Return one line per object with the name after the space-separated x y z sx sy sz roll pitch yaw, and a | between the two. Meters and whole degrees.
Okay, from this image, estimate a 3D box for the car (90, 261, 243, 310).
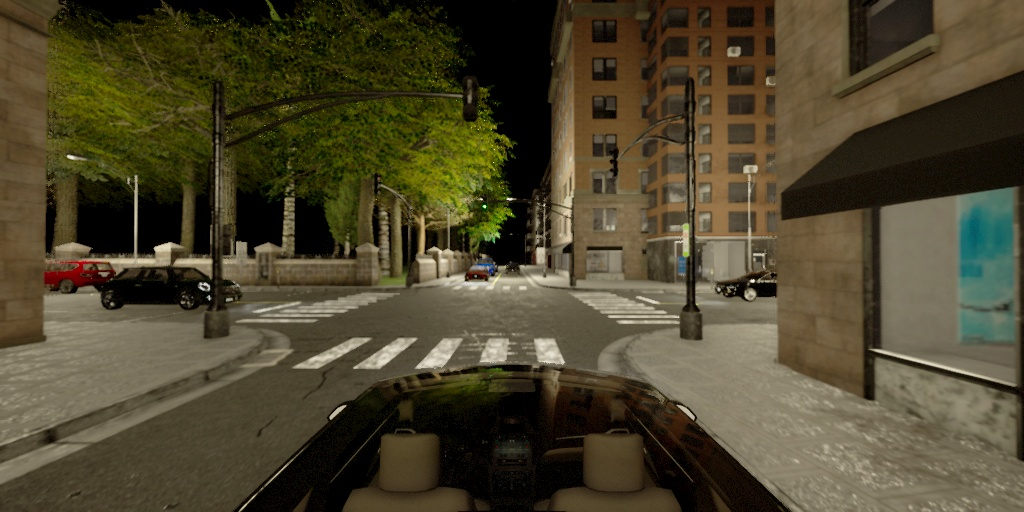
-13.888 1.212 14.843 4.553 1.767 2.097 0 -1 1 | car

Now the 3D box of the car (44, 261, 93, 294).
-25.954 1.214 20.748 5.009 1.841 2.192 0 0 1 | car

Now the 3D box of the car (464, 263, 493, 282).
-3.104 1.584 32.618 1.994 1.385 4.181 0 0 0 | car

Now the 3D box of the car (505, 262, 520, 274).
0.091 1.629 48.305 2.128 1.511 4.902 0 0 0 | car

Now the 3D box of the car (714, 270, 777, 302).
12.663 1.421 17.717 4.892 1.490 1.837 0 -1 1 | car

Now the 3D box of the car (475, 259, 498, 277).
-3.107 1.312 41.930 2.150 2.045 5.566 0 0 0 | car
